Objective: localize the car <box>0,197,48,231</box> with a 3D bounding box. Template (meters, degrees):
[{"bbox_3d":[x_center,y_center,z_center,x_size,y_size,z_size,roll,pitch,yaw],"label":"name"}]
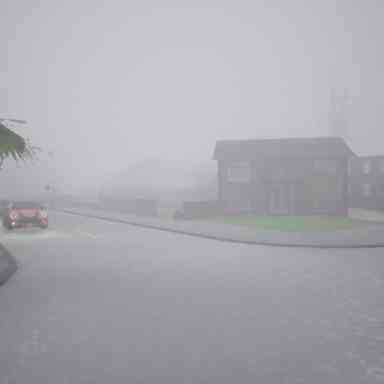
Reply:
[{"bbox_3d":[-10.399,1.325,20.689,2.097,1.767,4.553,-1,0,-34],"label":"car"}]

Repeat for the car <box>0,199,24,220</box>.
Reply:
[{"bbox_3d":[-16.224,1.464,28.878,2.128,1.511,4.902,-1,0,-35],"label":"car"}]

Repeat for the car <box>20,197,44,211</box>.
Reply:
[{"bbox_3d":[-19.889,1.417,41.218,1.882,1.535,5.008,-1,0,-35],"label":"car"}]
